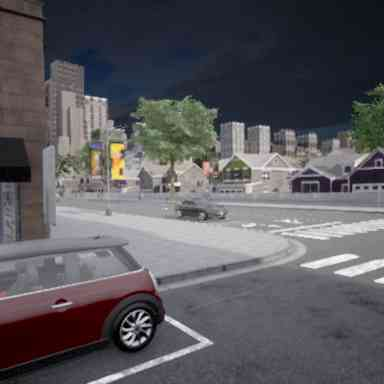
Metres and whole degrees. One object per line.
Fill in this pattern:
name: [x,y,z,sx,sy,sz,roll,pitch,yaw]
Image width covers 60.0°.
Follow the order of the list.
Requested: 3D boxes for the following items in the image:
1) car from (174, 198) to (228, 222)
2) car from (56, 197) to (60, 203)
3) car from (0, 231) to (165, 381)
car: [0.552,1.231,23.999,1.837,1.490,4.892,-2,1,-35]
car: [-25.688,1.416,61.157,1.994,1.385,4.181,-2,1,-35]
car: [-2.491,1.430,4.413,4.097,1.590,1.967,-2,1,-35]
